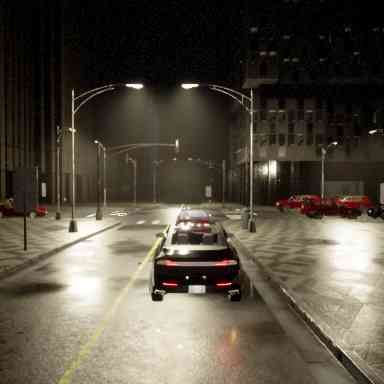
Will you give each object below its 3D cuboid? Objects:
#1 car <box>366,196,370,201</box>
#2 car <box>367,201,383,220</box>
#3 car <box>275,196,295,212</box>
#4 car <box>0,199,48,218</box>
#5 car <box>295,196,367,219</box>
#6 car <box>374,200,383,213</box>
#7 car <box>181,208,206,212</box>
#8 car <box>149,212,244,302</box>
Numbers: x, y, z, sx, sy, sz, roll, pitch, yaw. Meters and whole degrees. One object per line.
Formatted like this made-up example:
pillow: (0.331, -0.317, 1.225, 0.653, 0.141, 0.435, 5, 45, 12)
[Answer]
car: (17.687, 1.353, 37.725, 5.009, 1.841, 2.192, 0, 1, 0)
car: (17.716, 1.742, 29.204, 4.313, 1.339, 1.947, 0, 1, 0)
car: (12.044, 1.325, 37.698, 5.009, 1.841, 2.192, 0, 1, 0)
car: (-14.968, 1.567, 29.050, 4.507, 1.381, 1.887, 0, 1, 0)
car: (12.074, 1.463, 29.175, 5.009, 1.841, 2.192, 0, 1, 0)
car: (23.328, 1.634, 37.754, 4.313, 1.339, 1.947, 0, 1, 0)
car: (0.071, 1.550, 17.963, 2.033, 1.411, 5.357, 0, 0, 0)
car: (0.086, 1.490, 8.253, 2.128, 1.511, 4.902, 0, 0, 0)
